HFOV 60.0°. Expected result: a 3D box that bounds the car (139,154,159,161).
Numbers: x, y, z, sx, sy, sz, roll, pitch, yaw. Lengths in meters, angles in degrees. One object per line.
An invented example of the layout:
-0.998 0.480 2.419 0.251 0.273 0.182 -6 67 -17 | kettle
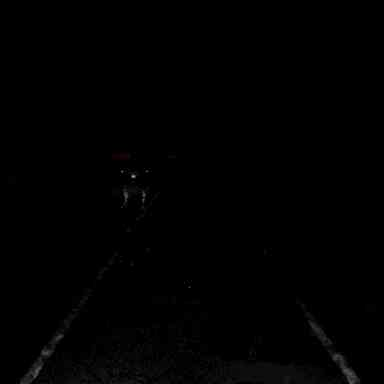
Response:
-10.599 -8.484 81.856 4.674 1.452 2.002 1 6 0 | car

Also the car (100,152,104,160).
-23.652 -8.104 76.454 4.892 1.521 2.231 1 6 0 | car

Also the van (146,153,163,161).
-10.513 -9.821 92.866 4.442 1.987 1.878 1 5 0 | van

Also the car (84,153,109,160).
-23.491 -8.673 81.967 5.366 1.575 1.946 1 6 0 | car

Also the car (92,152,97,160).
-23.635 -7.526 70.817 5.008 1.535 2.097 1 6 0 | car

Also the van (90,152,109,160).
-23.565 -9.178 84.697 4.442 1.987 1.878 1 6 0 | van

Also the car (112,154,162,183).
-3.410 -1.495 21.734 2.128 1.511 4.902 1 8 0 | car

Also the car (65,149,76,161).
-23.622 -6.366 57.142 5.566 2.045 2.435 1 6 0 | car

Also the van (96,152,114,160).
-23.583 -9.714 90.062 4.442 1.987 1.878 1 5 0 | van

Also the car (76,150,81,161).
-23.420 -6.406 59.922 5.366 1.575 1.946 1 6 0 | car

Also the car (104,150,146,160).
-10.314 -5.356 51.495 5.366 1.575 1.946 1 6 0 | car

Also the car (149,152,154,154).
-10.503 -6.787 62.495 5.566 2.045 2.435 1 6 0 | car

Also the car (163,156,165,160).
-10.648 -9.608 90.097 5.566 2.045 2.435 1 5 0 | car

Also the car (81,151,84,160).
-23.607 -6.689 62.674 4.892 1.521 2.231 1 6 0 | car

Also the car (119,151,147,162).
-10.555 -6.376 59.751 4.553 1.767 2.185 1 6 0 | car

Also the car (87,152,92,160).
-23.599 -7.381 68.173 4.553 1.767 2.185 1 6 0 | car

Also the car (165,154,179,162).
-3.486 -6.509 62.935 1.882 1.535 5.008 1 6 0 | car

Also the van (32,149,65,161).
-23.703 -6.029 54.269 4.442 1.987 1.878 1 6 0 | van

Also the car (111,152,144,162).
-10.514 -5.660 54.247 4.892 1.521 2.231 1 6 0 | car

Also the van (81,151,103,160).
-23.781 -8.614 79.186 4.442 1.987 1.878 1 6 0 | van

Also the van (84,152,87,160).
-23.737 -7.199 65.407 4.442 1.987 1.878 1 6 0 | van

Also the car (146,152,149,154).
-10.523 -5.960 57.002 5.008 1.535 2.097 1 6 0 | car

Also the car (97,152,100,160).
-23.644 -7.822 73.698 5.008 1.535 2.097 1 6 0 | car
